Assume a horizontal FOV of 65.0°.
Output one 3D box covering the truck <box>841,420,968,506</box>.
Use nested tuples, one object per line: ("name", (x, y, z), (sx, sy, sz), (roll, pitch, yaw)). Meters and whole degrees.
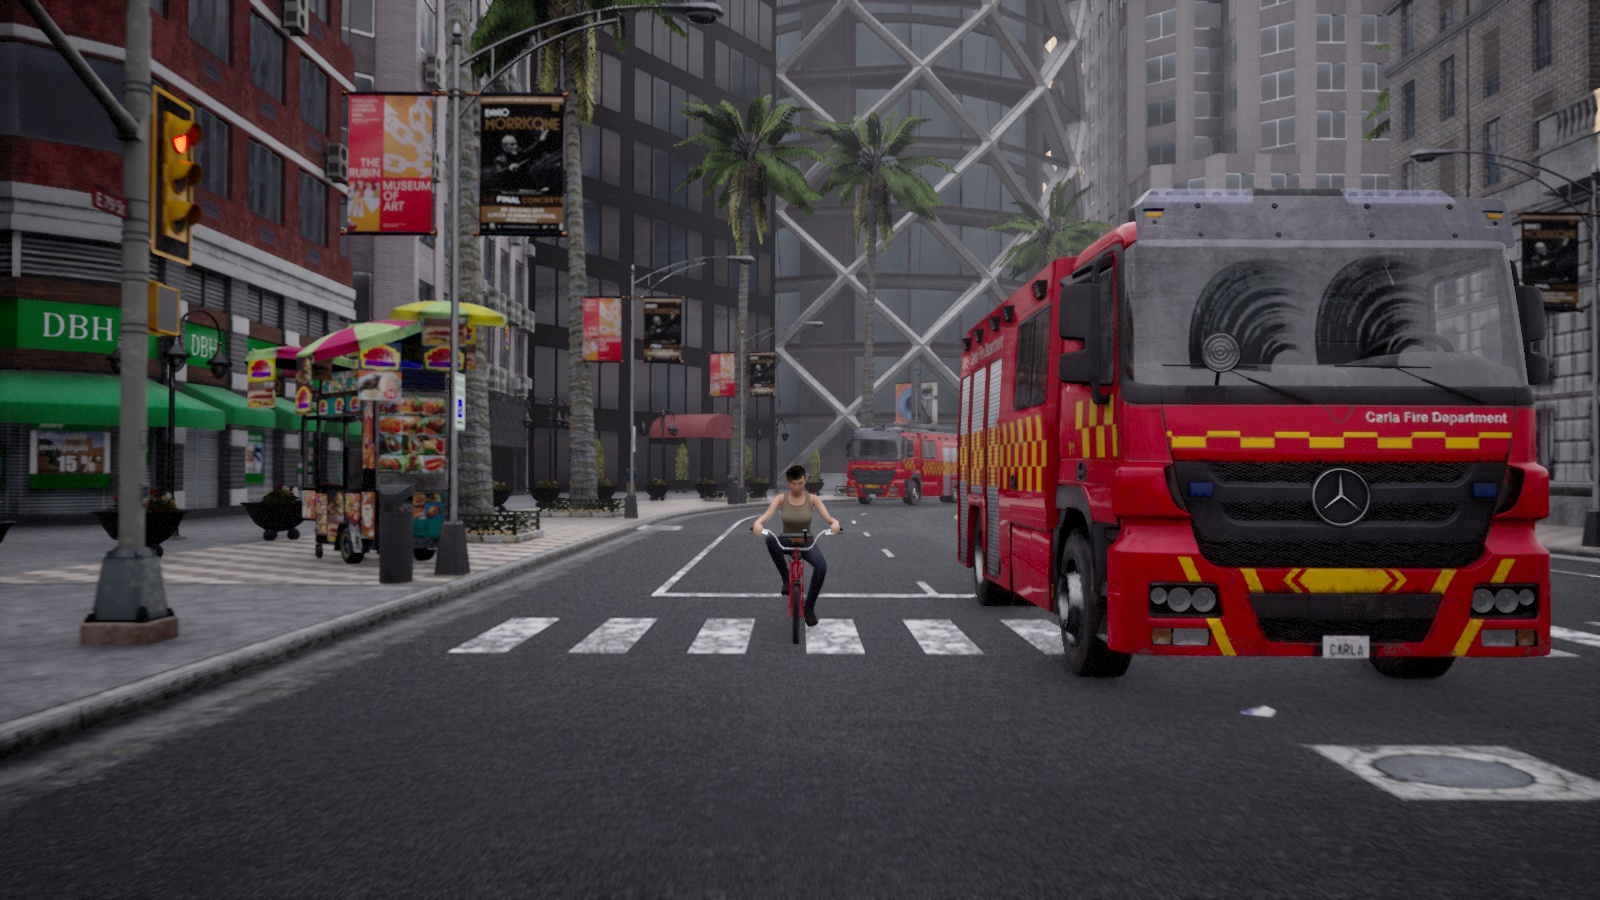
("truck", (5.165, 0.638, 60.271), (2.891, 3.827, 8.468), (-1, -1, 29))

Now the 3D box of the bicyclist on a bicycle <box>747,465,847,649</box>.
("bicyclist on a bicycle", (-0.025, 0.948, 11.766), (0.866, 1.612, 1.509), (0, -1, 0))

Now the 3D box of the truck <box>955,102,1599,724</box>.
("truck", (3.466, -0.163, 11.979), (2.891, 3.827, 8.468), (0, -1, 0))

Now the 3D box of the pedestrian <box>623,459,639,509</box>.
("pedestrian", (-6.636, 1.323, 49.313), (0.423, 1.949, 0.788), (0, -1, 10))
